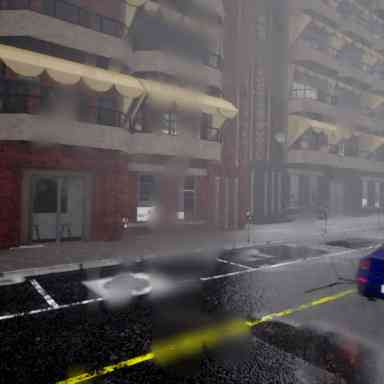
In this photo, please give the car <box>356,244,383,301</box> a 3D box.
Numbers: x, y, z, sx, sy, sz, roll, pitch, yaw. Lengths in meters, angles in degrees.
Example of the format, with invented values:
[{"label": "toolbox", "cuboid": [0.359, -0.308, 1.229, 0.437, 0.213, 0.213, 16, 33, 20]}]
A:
[{"label": "car", "cuboid": [5.292, 1.530, 7.054, 4.674, 1.442, 1.812, 0, 0, -35]}]
